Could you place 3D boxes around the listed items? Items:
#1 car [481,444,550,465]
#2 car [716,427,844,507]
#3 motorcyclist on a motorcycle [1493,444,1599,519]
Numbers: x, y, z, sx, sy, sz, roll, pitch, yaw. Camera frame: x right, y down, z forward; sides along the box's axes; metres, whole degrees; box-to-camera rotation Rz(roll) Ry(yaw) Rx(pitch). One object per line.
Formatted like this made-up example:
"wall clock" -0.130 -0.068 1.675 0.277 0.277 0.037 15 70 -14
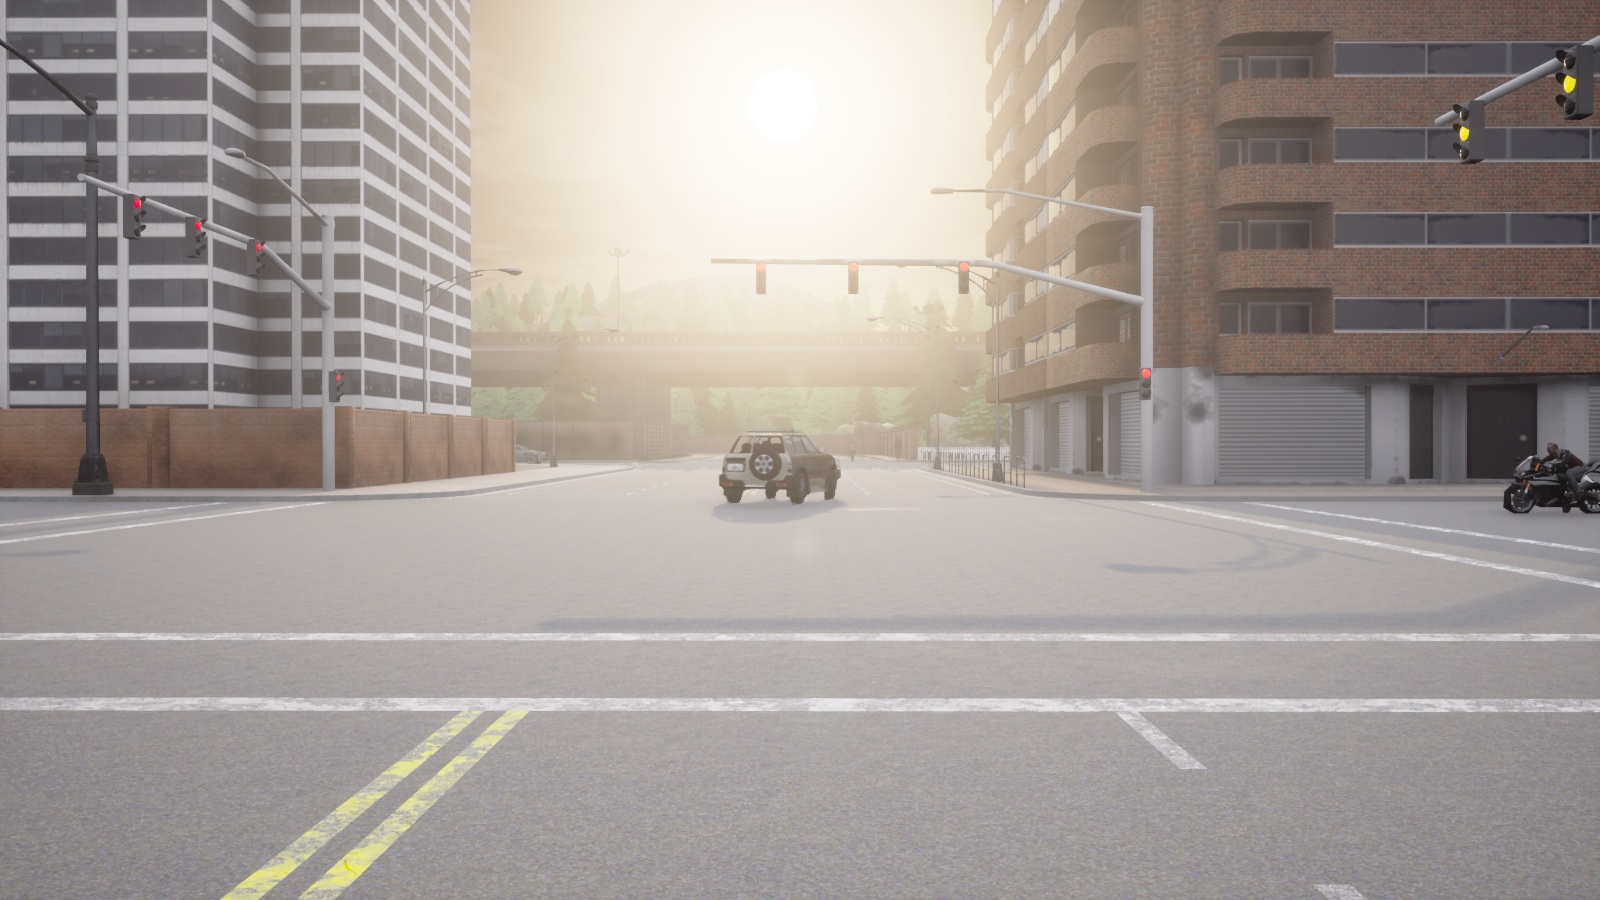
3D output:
"car" -18.803 0.271 83.105 4.181 1.385 1.994 0 0 0
"car" -0.408 0.383 31.904 1.932 1.855 4.605 1 0 17
"motorcyclist on a motorcycle" 15.862 0.646 26.328 2.191 1.530 0.866 0 0 1
